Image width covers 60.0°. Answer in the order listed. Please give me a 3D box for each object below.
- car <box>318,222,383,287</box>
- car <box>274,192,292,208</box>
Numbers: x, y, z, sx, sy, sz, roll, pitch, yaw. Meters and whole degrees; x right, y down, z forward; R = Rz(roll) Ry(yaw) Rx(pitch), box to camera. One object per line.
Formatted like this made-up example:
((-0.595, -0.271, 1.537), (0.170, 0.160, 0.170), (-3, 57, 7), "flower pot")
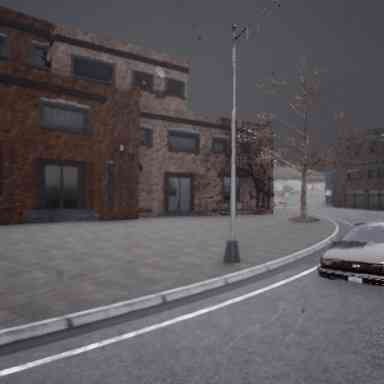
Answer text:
((5.390, 1.596, 9.561), (2.033, 1.411, 5.357), (0, 0, 40), "car")
((12.419, 1.342, 50.205), (2.097, 1.767, 4.553), (1, -1, -18), "car")
